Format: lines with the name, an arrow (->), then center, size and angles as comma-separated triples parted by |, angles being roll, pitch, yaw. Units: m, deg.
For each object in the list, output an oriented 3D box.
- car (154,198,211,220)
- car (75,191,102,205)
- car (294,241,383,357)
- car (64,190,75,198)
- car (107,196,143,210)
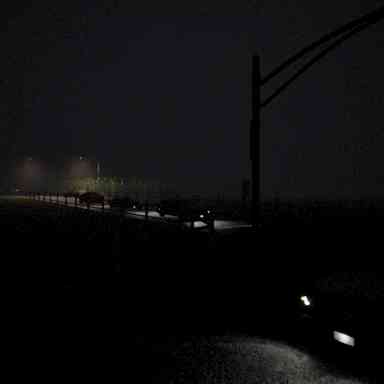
car -> -0.854, 1.180, 24.355 | 2.033, 1.411, 5.357 | 0, 1, -35
car -> -12.444, 0.744, 41.067 | 1.882, 1.535, 5.008 | 0, 1, -35
car -> 4.202, 1.546, 5.911 | 5.357, 1.411, 2.033 | 0, 0, -34
car -> -22.508, 0.356, 62.019 | 1.882, 1.535, 5.008 | 0, 1, -35
car -> -6.586, 1.052, 32.610 | 1.895, 1.301, 4.718 | 0, 1, -35
